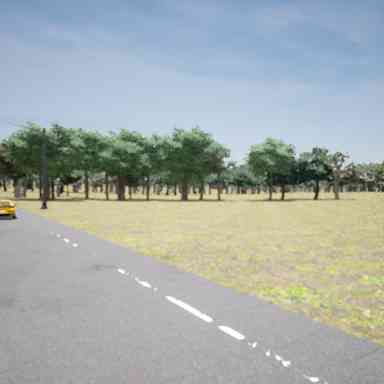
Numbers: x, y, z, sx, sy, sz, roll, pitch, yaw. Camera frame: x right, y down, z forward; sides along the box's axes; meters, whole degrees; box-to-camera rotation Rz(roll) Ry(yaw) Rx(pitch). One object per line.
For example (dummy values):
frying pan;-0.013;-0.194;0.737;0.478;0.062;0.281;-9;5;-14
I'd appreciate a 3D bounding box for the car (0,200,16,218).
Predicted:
car;-16.220;1.398;28.282;1.882;1.535;5.008;0;0;-33
